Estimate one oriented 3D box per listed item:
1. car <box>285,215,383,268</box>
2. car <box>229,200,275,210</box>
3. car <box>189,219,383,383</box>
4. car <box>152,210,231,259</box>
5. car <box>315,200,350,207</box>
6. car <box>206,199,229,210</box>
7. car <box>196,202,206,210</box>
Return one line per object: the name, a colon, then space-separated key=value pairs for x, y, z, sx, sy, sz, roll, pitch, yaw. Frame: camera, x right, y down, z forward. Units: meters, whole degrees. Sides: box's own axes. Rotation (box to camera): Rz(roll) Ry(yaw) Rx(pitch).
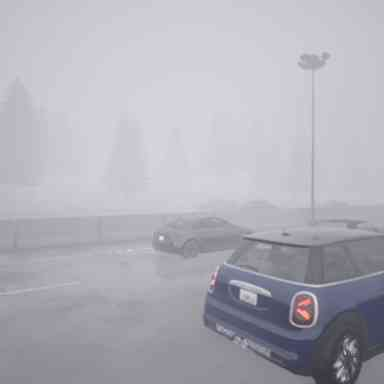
car: x=5.677 y=1.638 z=12.100 sx=4.718 sy=1.301 sz=1.895 roll=0 pitch=0 yaw=-36
car: x=6.551 y=1.586 z=34.462 sx=4.892 sy=1.490 sz=1.837 roll=0 pitch=0 yaw=-35
car: x=2.451 y=1.368 z=5.498 sx=4.553 sy=1.767 sz=2.097 roll=0 pitch=0 yaw=-36
car: x=0.569 y=1.589 z=12.755 sx=4.181 sy=1.385 sz=1.994 roll=0 pitch=0 yaw=-36
car: x=15.296 y=1.599 z=36.370 sx=4.902 sy=1.511 sz=2.128 roll=0 pitch=0 yaw=-35
car: x=4.073 y=1.643 z=36.992 sx=4.181 sy=1.385 sz=1.994 roll=0 pitch=0 yaw=-35
car: x=2.739 y=1.588 z=40.341 sx=4.892 sy=1.490 sz=1.837 roll=1 pitch=0 yaw=-35
